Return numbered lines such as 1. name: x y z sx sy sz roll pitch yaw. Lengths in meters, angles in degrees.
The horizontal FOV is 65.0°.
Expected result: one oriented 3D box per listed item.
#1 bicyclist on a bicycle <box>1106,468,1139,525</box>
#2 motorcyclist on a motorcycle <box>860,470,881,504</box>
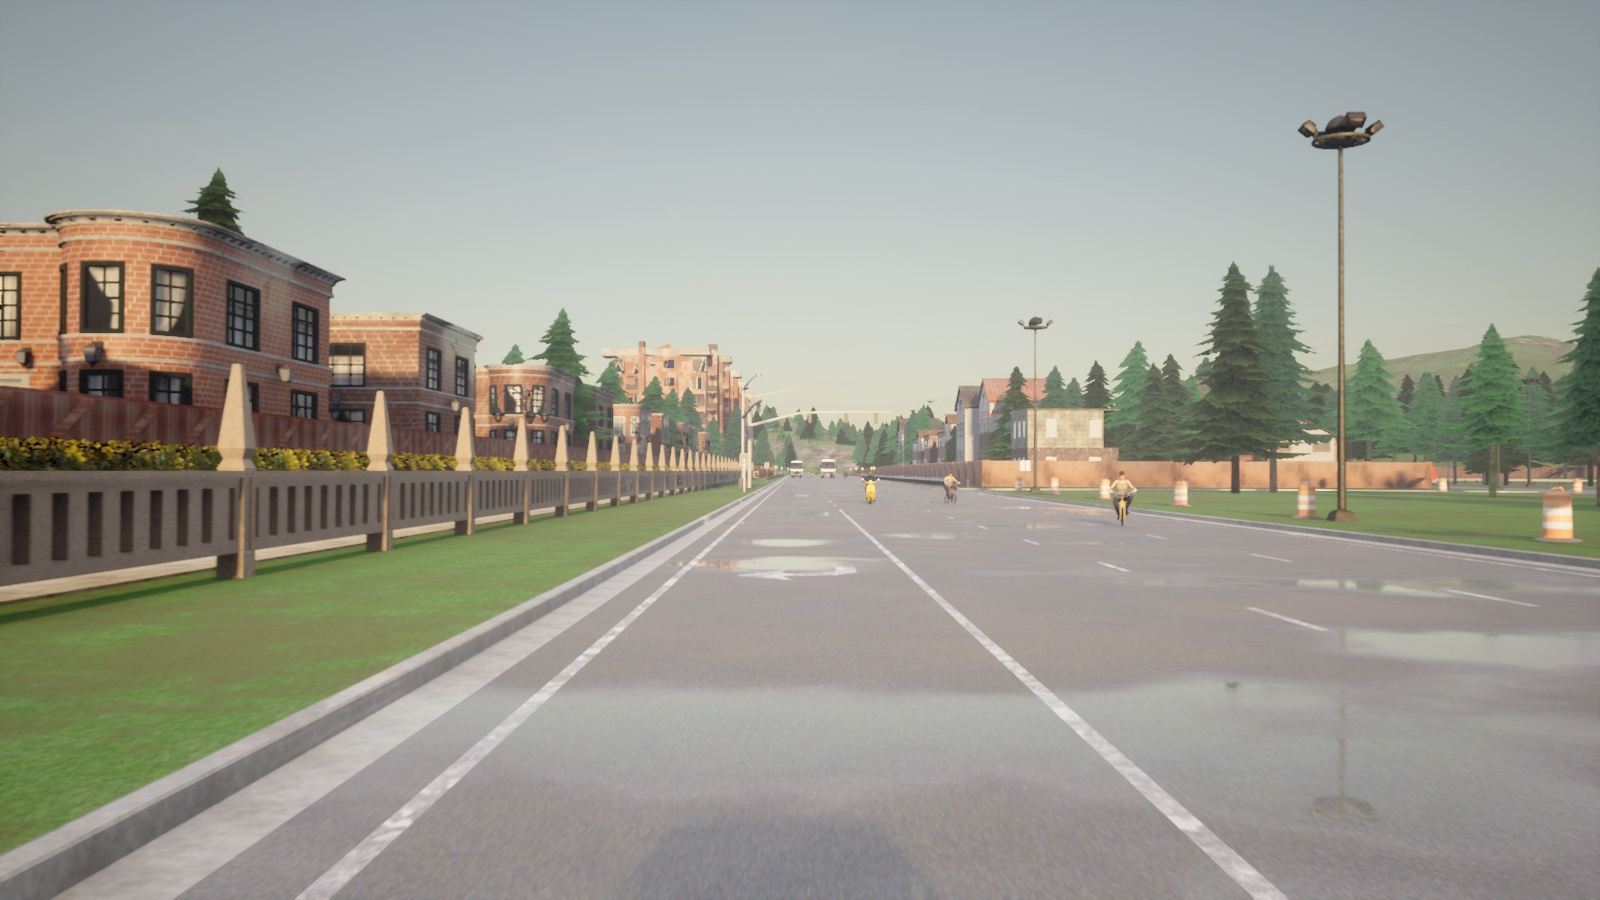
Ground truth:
1. bicyclist on a bicycle: 9.272 1.320 36.151 0.866 1.612 1.509 0 -1 13
2. motorcyclist on a motorcycle: 3.356 1.755 59.730 0.866 1.590 1.817 0 -1 0
